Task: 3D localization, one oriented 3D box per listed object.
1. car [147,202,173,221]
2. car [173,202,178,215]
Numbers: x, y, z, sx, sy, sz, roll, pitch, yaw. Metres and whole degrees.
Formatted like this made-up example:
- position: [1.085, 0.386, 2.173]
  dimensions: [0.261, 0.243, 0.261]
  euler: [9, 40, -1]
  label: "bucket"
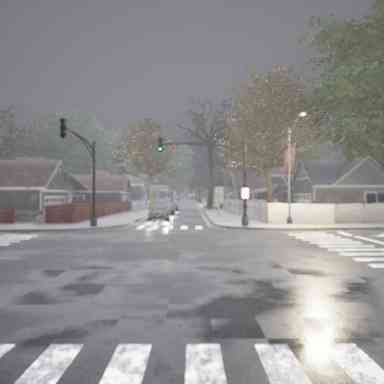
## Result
- position: [-3.082, 1.916, 31.597]
  dimensions: [1.837, 1.490, 4.892]
  euler: [0, -1, -2]
  label: "car"
- position: [-3.102, 2.019, 41.321]
  dimensions: [1.882, 1.535, 5.008]
  euler: [0, -1, 1]
  label: "car"
